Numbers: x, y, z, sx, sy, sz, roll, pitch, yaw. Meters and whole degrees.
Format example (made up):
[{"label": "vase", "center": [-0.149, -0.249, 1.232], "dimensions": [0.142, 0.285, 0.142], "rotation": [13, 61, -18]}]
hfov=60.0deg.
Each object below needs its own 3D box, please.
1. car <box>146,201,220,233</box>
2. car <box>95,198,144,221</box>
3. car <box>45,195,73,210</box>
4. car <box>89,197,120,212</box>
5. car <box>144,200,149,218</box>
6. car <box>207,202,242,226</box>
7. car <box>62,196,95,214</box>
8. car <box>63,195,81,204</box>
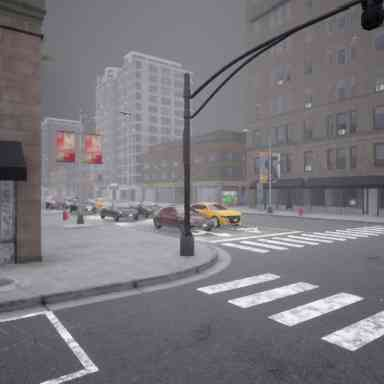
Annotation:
[{"label": "car", "center": [-0.667, 1.505, 19.601], "dimensions": [1.812, 1.442, 4.674], "rotation": [0, 0, -35]}, {"label": "car", "center": [-5.988, 1.491, 26.975], "dimensions": [1.812, 1.442, 4.674], "rotation": [0, 0, -36]}, {"label": "car", "center": [-17.429, 1.288, 42.874], "dimensions": [2.097, 1.767, 4.553], "rotation": [0, 0, -35]}, {"label": "car", "center": [-10.136, 1.421, 38.272], "dimensions": [1.882, 1.535, 5.008], "rotation": [0, 0, -36]}, {"label": "car", "center": [-4.199, 1.485, 30.051], "dimensions": [1.812, 1.442, 4.674], "rotation": [0, 0, -36]}, {"label": "car", "center": [1.244, 1.451, 22.488], "dimensions": [1.882, 1.535, 5.008], "rotation": [0, 0, -35]}, {"label": "car", "center": [-11.433, 1.443, 34.509], "dimensions": [2.128, 1.511, 4.902], "rotation": [0, 0, -36]}, {"label": "car", "center": [-21.711, 1.407, 60.187], "dimensions": [1.837, 1.490, 4.892], "rotation": [0, 0, -36]}]
